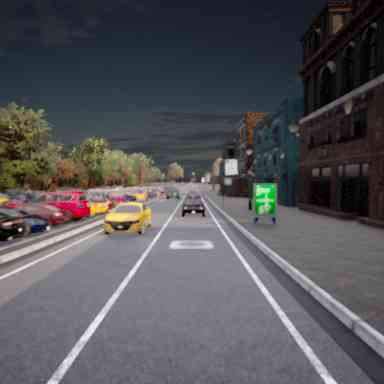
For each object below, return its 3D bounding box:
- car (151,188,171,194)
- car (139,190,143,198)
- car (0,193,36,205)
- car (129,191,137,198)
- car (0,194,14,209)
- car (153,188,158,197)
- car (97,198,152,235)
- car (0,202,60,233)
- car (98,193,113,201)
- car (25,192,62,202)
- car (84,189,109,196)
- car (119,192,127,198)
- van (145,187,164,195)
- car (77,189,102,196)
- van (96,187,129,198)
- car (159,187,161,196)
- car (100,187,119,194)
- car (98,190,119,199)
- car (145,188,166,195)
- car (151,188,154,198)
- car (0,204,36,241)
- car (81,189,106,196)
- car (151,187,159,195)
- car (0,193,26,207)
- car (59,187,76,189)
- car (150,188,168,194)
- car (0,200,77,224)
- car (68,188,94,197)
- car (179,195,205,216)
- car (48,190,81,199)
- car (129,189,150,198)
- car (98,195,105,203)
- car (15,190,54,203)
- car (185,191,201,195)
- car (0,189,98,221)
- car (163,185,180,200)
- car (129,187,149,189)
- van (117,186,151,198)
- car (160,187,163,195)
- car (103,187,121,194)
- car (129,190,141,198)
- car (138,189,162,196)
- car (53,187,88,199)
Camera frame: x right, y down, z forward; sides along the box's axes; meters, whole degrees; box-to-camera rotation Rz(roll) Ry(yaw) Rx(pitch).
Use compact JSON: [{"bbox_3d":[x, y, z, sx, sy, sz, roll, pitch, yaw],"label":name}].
[{"bbox_3d":[-8.801,-0.373,94.707,5.366,1.575,1.946,0,1,0],"label":"car"},{"bbox_3d":[-9.422,0.834,44.625,4.674,1.452,2.002,0,1,0],"label":"car"},{"bbox_3d":[-22.552,0.880,41.925,4.792,1.488,2.163,0,1,1],"label":"car"},{"bbox_3d":[-9.473,0.915,39.059,5.008,1.535,2.097,0,1,0],"label":"car"},{"bbox_3d":[-22.577,0.971,36.358,5.008,1.535,2.097,0,1,0],"label":"car"},{"bbox_3d":[-9.278,0.458,61.320,4.674,1.452,2.002,0,1,0],"label":"car"},{"bbox_3d":[-3.326,1.307,17.965,1.882,1.535,5.008,0,1,0],"label":"car"},{"bbox_3d":[-9.632,1.416,16.796,4.792,1.488,2.163,0,1,0],"label":"car"},{"bbox_3d":[-9.750,1.151,27.930,5.366,1.575,1.946,0,1,0],"label":"car"},{"bbox_3d":[-22.454,0.706,50.280,4.674,1.452,2.002,0,1,0],"label":"car"},{"bbox_3d":[-22.397,0.021,77.997,5.366,1.575,1.946,0,1,0],"label":"car"},{"bbox_3d":[-9.523,1.037,33.493,4.892,1.521,2.231,0,1,0],"label":"car"},{"bbox_3d":[-8.991,-0.262,80.666,4.442,1.987,1.878,0,1,1],"label":"van"},{"bbox_3d":[-22.229,0.183,72.551,4.792,1.488,2.163,0,1,1],"label":"car"},{"bbox_3d":[-9.609,0.750,36.272,4.442,1.987,1.878,0,1,0],"label":"van"},{"bbox_3d":[-9.233,0.290,66.885,4.892,1.521,2.231,0,1,0],"label":"car"},{"bbox_3d":[-22.146,-0.366,89.129,4.553,1.767,2.185,0,1,0],"label":"car"},{"bbox_3d":[-9.510,0.972,30.583,4.553,1.767,2.185,0,1,0],"label":"car"},{"bbox_3d":[-9.076,-0.105,83.579,4.892,1.521,2.231,0,1,0],"label":"car"},{"bbox_3d":[-9.294,0.575,55.755,4.792,1.488,2.163,0,1,0],"label":"car"},{"bbox_3d":[-9.680,1.433,14.009,5.008,1.535,2.097,0,1,1],"label":"car"},{"bbox_3d":[-22.240,0.088,75.337,5.008,1.535,2.097,0,1,0],"label":"car"},{"bbox_3d":[-9.220,0.229,64.098,4.553,1.767,2.185,0,1,0],"label":"car"},{"bbox_3d":[-22.554,0.912,39.142,4.892,1.521,2.231,0,1,0],"label":"car"},{"bbox_3d":[-22.371,0.415,55.843,4.553,1.767,2.185,0,1,1],"label":"car"},{"bbox_3d":[-9.039,-0.275,91.927,4.792,1.488,2.163,0,1,0],"label":"car"},{"bbox_3d":[-9.634,1.372,19.582,4.674,1.452,2.002,0,1,0],"label":"car"},{"bbox_3d":[-22.338,0.159,66.982,4.553,1.767,2.185,0,1,0],"label":"car"},{"bbox_3d":[0.120,1.233,27.989,1.895,1.301,4.718,0,1,0],"label":"car"},{"bbox_3d":[-22.384,0.477,58.630,5.008,1.535,2.097,0,1,1],"label":"car"},{"bbox_3d":[-9.210,0.729,47.405,5.366,1.575,1.946,0,1,0],"label":"car"},{"bbox_3d":[-9.583,1.213,25.146,5.008,1.535,2.097,0,1,0],"label":"car"},{"bbox_3d":[-22.444,0.602,47.491,4.553,1.767,2.185,0,1,0],"label":"car"},{"bbox_3d":[0.163,0.635,44.318,2.097,1.767,4.553,0,1,0],"label":"car"},{"bbox_3d":[-9.641,1.021,22.358,5.566,2.045,2.435,0,1,0],"label":"car"},{"bbox_3d":[-3.190,0.230,56.568,2.150,2.045,5.566,0,1,1],"label":"car"},{"bbox_3d":[-9.340,0.545,50.186,4.553,1.767,2.185,0,1,0],"label":"car"},{"bbox_3d":[-9.231,0.384,52.903,4.442,1.987,1.878,0,1,0],"label":"van"},{"bbox_3d":[-9.388,0.221,69.669,5.366,1.575,1.946,0,1,0],"label":"car"},{"bbox_3d":[-22.122,-0.432,91.912,4.553,1.767,2.185,0,1,0],"label":"car"},{"bbox_3d":[-9.439,0.855,41.841,5.008,1.535,2.097,0,1,0],"label":"car"},{"bbox_3d":[-9.173,0.160,72.449,4.892,1.521,2.231,0,1,0],"label":"car"},{"bbox_3d":[-22.327,0.162,61.410,5.566,2.045,2.435,0,1,0],"label":"car"}]
